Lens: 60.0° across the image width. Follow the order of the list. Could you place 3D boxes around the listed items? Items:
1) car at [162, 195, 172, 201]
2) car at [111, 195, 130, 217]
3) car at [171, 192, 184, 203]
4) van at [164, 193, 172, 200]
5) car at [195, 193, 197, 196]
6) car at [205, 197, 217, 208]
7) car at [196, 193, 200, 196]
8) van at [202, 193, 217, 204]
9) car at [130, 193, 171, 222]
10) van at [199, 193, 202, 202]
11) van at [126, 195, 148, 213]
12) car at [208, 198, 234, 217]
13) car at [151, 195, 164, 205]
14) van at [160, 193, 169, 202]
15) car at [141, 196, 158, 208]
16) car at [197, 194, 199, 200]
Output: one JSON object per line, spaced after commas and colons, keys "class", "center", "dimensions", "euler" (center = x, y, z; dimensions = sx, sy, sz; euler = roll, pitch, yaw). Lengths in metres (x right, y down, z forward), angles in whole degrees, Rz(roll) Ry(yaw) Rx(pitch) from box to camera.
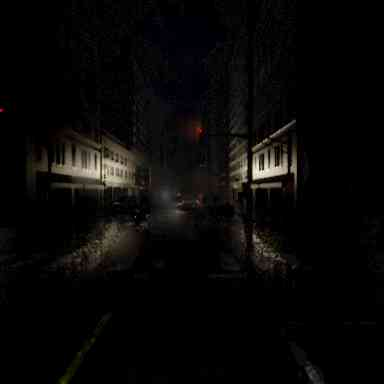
{"class": "car", "center": [-6.010, 1.371, 79.471], "dimensions": [2.008, 1.369, 4.403], "euler": [0, 0, 0]}
{"class": "car", "center": [-5.798, 1.244, 29.959], "dimensions": [2.192, 1.841, 5.009], "euler": [0, 0, 0]}
{"class": "car", "center": [-3.283, 1.071, 65.960], "dimensions": [2.150, 2.045, 5.566], "euler": [0, 0, 0]}
{"class": "van", "center": [-6.034, 1.150, 84.972], "dimensions": [1.690, 1.788, 3.998], "euler": [0, 0, 0]}
{"class": "car", "center": [2.491, 1.124, 85.008], "dimensions": [2.192, 1.841, 5.009], "euler": [0, 0, 0]}
{"class": "car", "center": [2.705, 1.483, 35.497], "dimensions": [1.947, 1.339, 4.313], "euler": [0, 0, 0]}
{"class": "car", "center": [2.516, 1.402, 79.507], "dimensions": [1.802, 1.307, 4.206], "euler": [0, 0, 0]}
{"class": "van", "center": [2.657, 1.234, 46.499], "dimensions": [1.690, 1.788, 3.998], "euler": [0, 0, 0]}
{"class": "car", "center": [-3.111, 1.263, 26.116], "dimensions": [2.150, 2.045, 5.566], "euler": [0, 2, 0]}
{"class": "van", "center": [2.610, 1.209, 57.502], "dimensions": [1.690, 1.788, 3.998], "euler": [0, 0, 0]}
{"class": "van", "center": [-5.821, 1.258, 35.460], "dimensions": [1.690, 1.788, 3.998], "euler": [0, 0, 0]}
{"class": "car", "center": [2.728, 1.474, 29.995], "dimensions": [1.887, 1.381, 4.507], "euler": [0, 0, 0]}
{"class": "car", "center": [-5.915, 1.308, 57.466], "dimensions": [1.967, 1.590, 4.097], "euler": [0, 0, 0]}
{"class": "van", "center": [-5.987, 1.173, 73.970], "dimensions": [1.690, 1.788, 3.998], "euler": [0, 0, 0]}
{"class": "car", "center": [-5.868, 1.333, 46.463], "dimensions": [1.967, 1.590, 4.097], "euler": [0, 0, 0]}
{"class": "car", "center": [2.563, 1.426, 68.505], "dimensions": [1.802, 1.307, 4.206], "euler": [0, 0, 0]}
